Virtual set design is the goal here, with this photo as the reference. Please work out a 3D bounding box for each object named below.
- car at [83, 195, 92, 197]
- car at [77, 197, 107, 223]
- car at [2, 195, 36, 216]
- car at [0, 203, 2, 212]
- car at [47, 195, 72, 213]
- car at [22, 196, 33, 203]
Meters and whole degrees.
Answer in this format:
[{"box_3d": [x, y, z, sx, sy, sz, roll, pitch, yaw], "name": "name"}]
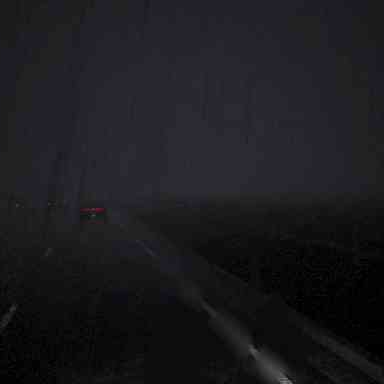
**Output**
[{"box_3d": [-17.126, 1.311, 54.623, 2.128, 1.511, 4.902, -3, 1, -18], "name": "car"}, {"box_3d": [-7.477, 1.392, 25.072, 2.128, 1.511, 4.902, -3, 1, -18], "name": "car"}, {"box_3d": [-18.347, 1.389, 35.879, 2.150, 2.045, 5.566, -3, 1, -18], "name": "car"}, {"box_3d": [-22.565, 1.815, 37.592, 1.837, 1.490, 4.892, -3, 2, -18], "name": "car"}, {"box_3d": [-15.661, 1.360, 38.933, 2.097, 1.767, 4.553, -3, 1, -18], "name": "car"}, {"box_3d": [-41.027, 1.829, 83.059, 1.837, 1.490, 4.892, -3, 1, -18], "name": "car"}]
